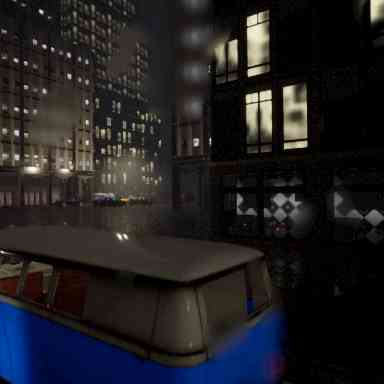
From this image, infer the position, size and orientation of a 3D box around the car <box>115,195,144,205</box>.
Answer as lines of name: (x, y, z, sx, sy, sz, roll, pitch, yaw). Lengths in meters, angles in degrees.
car: (-10.327, 1.278, 54.939, 1.752, 1.417, 4.829, 0, 0, 36)

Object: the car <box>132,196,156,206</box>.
car: (-6.776, 1.230, 45.606, 2.008, 1.369, 4.403, 0, 0, 36)

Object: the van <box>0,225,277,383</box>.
van: (-1.082, 1.342, 3.663, 3.998, 1.788, 1.690, 0, -1, 36)

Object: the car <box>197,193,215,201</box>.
car: (3.104, 1.016, 73.278, 1.967, 1.590, 4.097, 0, 0, 36)

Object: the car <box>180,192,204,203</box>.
car: (-0.115, 0.909, 54.702, 2.192, 1.841, 5.009, 0, 0, 36)

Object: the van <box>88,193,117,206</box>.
van: (-13.560, 1.135, 50.525, 1.690, 1.788, 3.998, 0, 0, 36)

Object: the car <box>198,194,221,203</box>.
car: (3.218, 1.101, 59.252, 2.008, 1.369, 4.403, 0, 0, 36)

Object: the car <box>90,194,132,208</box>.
car: (-10.107, 1.267, 41.058, 1.887, 1.381, 4.507, 0, 0, 36)

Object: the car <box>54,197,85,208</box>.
car: (-16.891, 1.403, 45.975, 1.947, 1.339, 4.313, 0, 0, 36)
